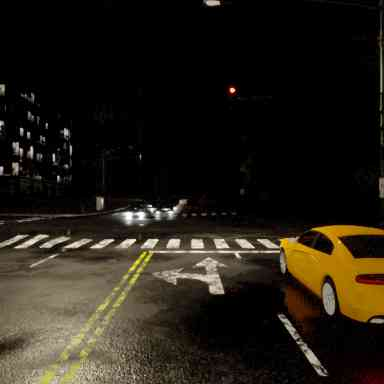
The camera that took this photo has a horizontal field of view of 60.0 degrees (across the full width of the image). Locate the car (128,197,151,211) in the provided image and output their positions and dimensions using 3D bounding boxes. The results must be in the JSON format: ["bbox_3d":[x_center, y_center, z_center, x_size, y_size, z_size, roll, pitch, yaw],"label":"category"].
[{"bbox_3d":[-6.595,1.629,41.118,1.895,1.301,4.718,0,0,0],"label":"car"}]

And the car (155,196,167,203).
[{"bbox_3d":[-6.497,1.559,71.253,2.128,1.511,4.902,0,0,0],"label":"car"}]

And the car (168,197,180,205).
[{"bbox_3d":[-3.307,1.590,62.379,2.033,1.411,5.357,0,0,0],"label":"car"}]

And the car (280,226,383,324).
[{"bbox_3d":[3.362,1.476,7.351,1.882,1.535,5.008,-1,0,0],"label":"car"}]

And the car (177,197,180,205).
[{"bbox_3d":[-3.340,1.527,51.710,2.128,1.511,4.902,0,0,0],"label":"car"}]

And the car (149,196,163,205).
[{"bbox_3d":[-6.560,1.519,61.048,1.882,1.535,5.008,0,0,0],"label":"car"}]

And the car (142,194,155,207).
[{"bbox_3d":[-6.597,1.256,50.882,2.150,2.045,5.566,0,0,0],"label":"car"}]

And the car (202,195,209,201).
[{"bbox_3d":[3.253,1.538,82.727,1.882,1.535,5.008,0,0,0],"label":"car"}]

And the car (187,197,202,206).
[{"bbox_3d":[0.103,1.531,56.895,2.128,1.511,4.902,0,0,0],"label":"car"}]

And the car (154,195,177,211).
[{"bbox_3d":[-3.346,1.507,42.519,1.882,1.535,5.008,0,0,0],"label":"car"}]
